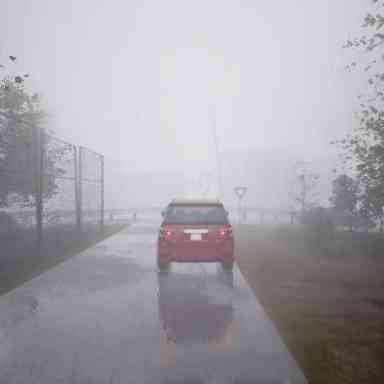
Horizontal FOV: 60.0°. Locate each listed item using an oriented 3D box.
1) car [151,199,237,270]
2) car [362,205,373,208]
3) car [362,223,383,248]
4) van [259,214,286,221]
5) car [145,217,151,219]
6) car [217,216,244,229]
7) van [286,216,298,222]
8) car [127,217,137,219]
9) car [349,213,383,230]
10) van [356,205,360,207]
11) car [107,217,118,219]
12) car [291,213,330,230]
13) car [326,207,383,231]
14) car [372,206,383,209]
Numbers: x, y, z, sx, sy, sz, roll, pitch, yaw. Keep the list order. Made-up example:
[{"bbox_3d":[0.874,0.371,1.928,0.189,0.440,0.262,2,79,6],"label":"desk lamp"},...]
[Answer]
[{"bbox_3d":[0.096,1.232,11.184,2.150,2.045,5.566,0,0,0],"label":"car"},{"bbox_3d":[40.749,4.281,73.638,4.674,1.452,2.002,-1,0,-17],"label":"car"},{"bbox_3d":[19.812,4.442,32.580,2.435,2.045,5.566,0,1,-18],"label":"car"},{"bbox_3d":[11.578,4.285,49.924,1.878,1.987,4.442,0,0,-18],"label":"van"},{"bbox_3d":[-6.111,4.539,50.336,2.163,1.488,4.792,0,0,-18],"label":"car"},{"bbox_3d":[5.710,4.512,49.994,2.231,1.521,4.892,0,0,-18],"label":"car"},{"bbox_3d":[14.536,4.284,49.832,1.878,1.987,4.442,0,0,-18],"label":"van"},{"bbox_3d":[-9.150,4.506,50.623,1.946,1.575,5.366,0,0,-18],"label":"car"},{"bbox_3d":[26.389,4.256,49.378,2.435,2.045,5.566,0,0,-18],"label":"car"},{"bbox_3d":[40.809,3.986,76.593,4.442,1.987,1.878,-1,1,-17],"label":"van"},{"bbox_3d":[-12.037,4.508,50.542,2.097,1.535,5.008,0,0,-18],"label":"car"},{"bbox_3d":[17.548,4.258,49.607,2.435,2.045,5.566,0,0,-18],"label":"car"},{"bbox_3d":[11.699,2.039,25.935,4.892,1.490,1.837,5,1,3],"label":"car"},{"bbox_3d":[40.765,4.267,70.690,5.366,1.575,1.946,-1,0,-17],"label":"car"}]
